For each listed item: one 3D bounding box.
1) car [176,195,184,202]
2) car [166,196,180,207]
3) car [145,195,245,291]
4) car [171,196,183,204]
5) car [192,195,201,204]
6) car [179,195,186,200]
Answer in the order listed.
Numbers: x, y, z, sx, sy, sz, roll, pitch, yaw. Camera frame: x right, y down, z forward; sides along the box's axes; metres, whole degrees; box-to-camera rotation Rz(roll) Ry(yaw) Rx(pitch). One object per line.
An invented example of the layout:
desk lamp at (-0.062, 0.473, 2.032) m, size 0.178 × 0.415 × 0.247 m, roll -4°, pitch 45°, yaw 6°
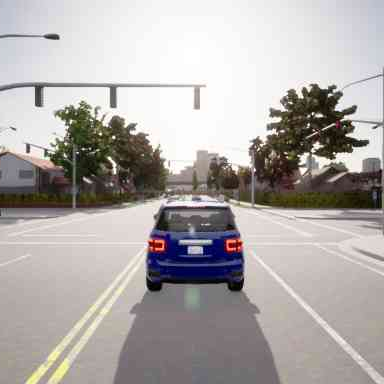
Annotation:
car at (-2.665, 1.524, 74.891) m, size 1.812 × 1.442 × 4.674 m, roll 0°, pitch 0°, yaw 0°
car at (-2.896, 1.478, 51.621) m, size 1.882 × 1.535 × 5.008 m, roll 0°, pitch 0°, yaw 1°
car at (0.069, 1.222, 9.162) m, size 2.150 × 2.045 × 5.566 m, roll 0°, pitch 0°, yaw 0°
car at (-2.780, 1.547, 64.473) m, size 2.033 × 1.411 × 5.357 m, roll 0°, pitch 0°, yaw 1°
car at (0.879, 1.477, 66.045) m, size 1.882 × 1.535 × 5.008 m, roll 0°, pitch 0°, yaw 0°
car at (-2.569, 1.585, 90.140) m, size 1.895 × 1.301 × 4.718 m, roll 0°, pitch 0°, yaw 0°
